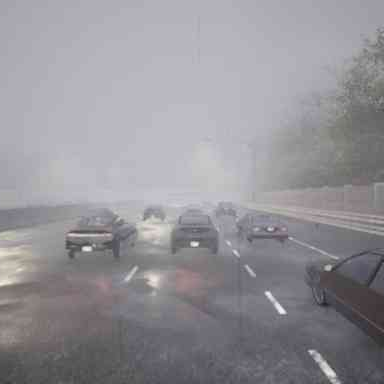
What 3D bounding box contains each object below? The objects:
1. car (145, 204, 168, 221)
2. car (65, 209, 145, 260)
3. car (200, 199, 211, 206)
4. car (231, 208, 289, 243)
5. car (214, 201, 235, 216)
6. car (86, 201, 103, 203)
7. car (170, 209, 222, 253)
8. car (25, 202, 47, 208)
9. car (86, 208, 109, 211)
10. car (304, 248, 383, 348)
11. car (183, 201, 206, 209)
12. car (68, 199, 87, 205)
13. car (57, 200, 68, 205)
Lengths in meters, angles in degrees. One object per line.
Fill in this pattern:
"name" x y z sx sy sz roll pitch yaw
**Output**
"car" -3.399 1.903 31.182 1.837 1.490 4.892 0 -1 0
"car" -3.399 1.660 13.212 2.128 1.511 4.902 0 -1 0
"car" 3.501 2.510 78.160 1.882 1.535 5.008 0 -1 0
"car" 3.518 1.769 17.483 2.033 1.411 5.357 0 -1 0
"car" 3.501 1.812 36.092 2.097 1.767 4.553 0 -1 0
"car" -17.505 2.355 62.330 2.033 1.411 5.357 0 -1 0
"car" 0.100 1.690 14.548 1.837 1.490 4.892 0 -1 0
"car" -28.008 2.370 59.689 1.895 1.301 4.718 0 -1 0
"car" -6.900 1.862 24.721 2.033 1.411 5.357 0 -1 0
"car" 3.454 1.607 5.136 2.033 1.411 5.357 0 -1 0
"car" 0.099 1.939 32.349 1.812 1.442 4.674 0 -1 0
"car" -21.005 2.165 62.628 2.097 1.767 4.553 0 -1 0
"car" -24.499 2.334 64.522 1.837 1.490 4.892 0 -1 0
